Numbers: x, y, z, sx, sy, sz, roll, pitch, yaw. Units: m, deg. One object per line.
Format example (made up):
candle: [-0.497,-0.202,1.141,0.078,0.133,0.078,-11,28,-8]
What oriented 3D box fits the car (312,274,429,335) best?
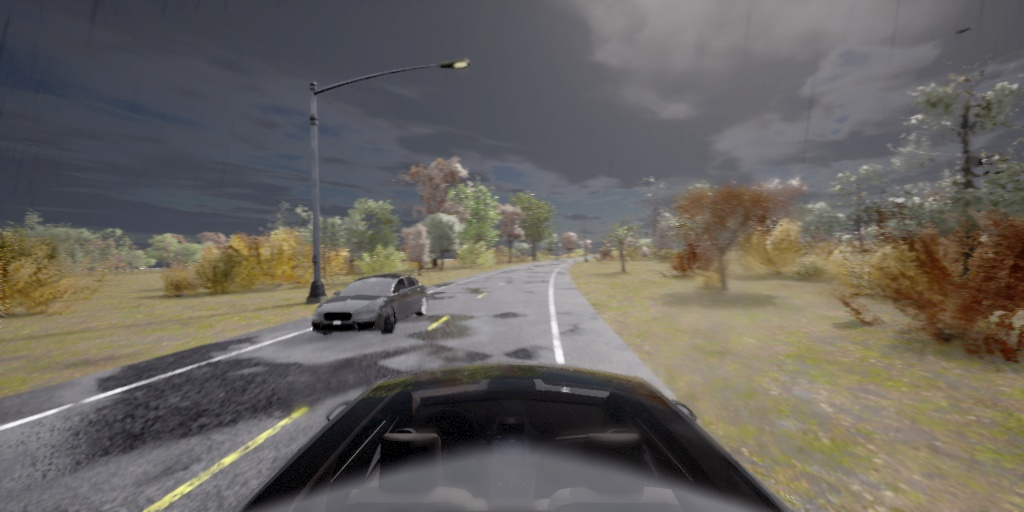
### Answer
car: [-3.997,1.336,10.953,1.837,1.490,4.892,-1,0,4]
